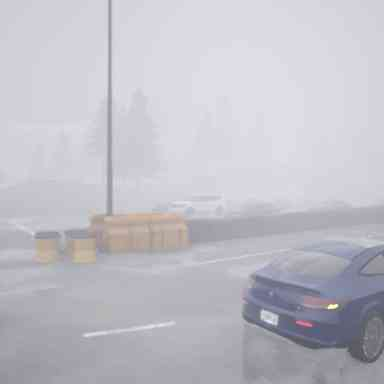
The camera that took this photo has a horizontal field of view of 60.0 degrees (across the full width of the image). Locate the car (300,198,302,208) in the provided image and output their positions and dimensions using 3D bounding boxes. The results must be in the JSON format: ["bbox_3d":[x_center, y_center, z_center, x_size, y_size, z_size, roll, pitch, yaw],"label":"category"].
[{"bbox_3d":[14.833,1.442,44.356,4.718,1.301,1.895,-1,0,-35],"label":"car"}]

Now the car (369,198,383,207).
[{"bbox_3d":[20.894,1.366,35.782,4.674,1.442,1.812,-1,0,-35],"label":"car"}]

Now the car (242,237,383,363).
[{"bbox_3d":[2.913,1.530,5.841,4.674,1.442,1.812,0,0,-36],"label":"car"}]

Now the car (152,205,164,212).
[{"bbox_3d":[-1.555,1.573,32.849,4.718,1.301,1.895,0,0,-35],"label":"car"}]

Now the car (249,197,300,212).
[{"bbox_3d":[8.957,1.420,35.955,4.902,1.511,2.128,-1,0,-35],"label":"car"}]

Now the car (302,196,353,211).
[{"bbox_3d":[12.472,1.410,29.870,5.008,1.535,1.882,0,0,-35],"label":"car"}]

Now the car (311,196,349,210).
[{"bbox_3d":[17.390,1.325,41.875,4.902,1.511,2.128,-1,0,-35],"label":"car"}]

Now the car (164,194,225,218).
[{"bbox_3d":[0.678,1.192,30.141,5.566,2.045,2.150,0,0,-35],"label":"car"}]

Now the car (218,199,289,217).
[{"bbox_3d":[4.527,1.477,24.290,4.892,1.490,1.837,0,0,-35],"label":"car"}]
